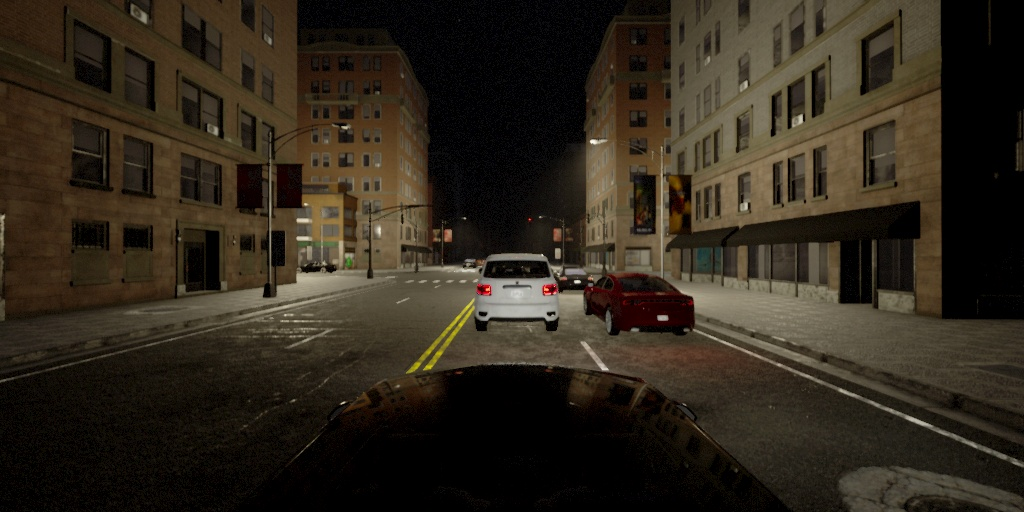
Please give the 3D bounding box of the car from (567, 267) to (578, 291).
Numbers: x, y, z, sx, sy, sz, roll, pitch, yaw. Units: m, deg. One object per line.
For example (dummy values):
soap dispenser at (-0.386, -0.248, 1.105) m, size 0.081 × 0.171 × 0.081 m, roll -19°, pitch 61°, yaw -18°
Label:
car at (3.389, 1.303, 20.528) m, size 1.994 × 1.385 × 4.181 m, roll 0°, pitch 0°, yaw 0°

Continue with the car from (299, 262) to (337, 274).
car at (-22.042, 1.305, 40.345) m, size 4.313 × 1.339 × 1.948 m, roll 0°, pitch 0°, yaw 0°

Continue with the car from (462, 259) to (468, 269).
car at (-6.475, 1.205, 55.170) m, size 2.128 × 1.511 × 4.902 m, roll 0°, pitch 0°, yaw 0°

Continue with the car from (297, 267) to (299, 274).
car at (-22.101, 1.153, 32.320) m, size 4.097 × 1.591 × 1.967 m, roll 0°, pitch 0°, yaw 0°

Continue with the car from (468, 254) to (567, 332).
car at (0.123, 0.965, 11.010) m, size 2.150 × 2.045 × 5.566 m, roll 0°, pitch 0°, yaw 0°

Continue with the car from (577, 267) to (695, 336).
car at (3.369, 1.223, 10.441) m, size 1.882 × 1.535 × 5.008 m, roll 0°, pitch 0°, yaw 0°
